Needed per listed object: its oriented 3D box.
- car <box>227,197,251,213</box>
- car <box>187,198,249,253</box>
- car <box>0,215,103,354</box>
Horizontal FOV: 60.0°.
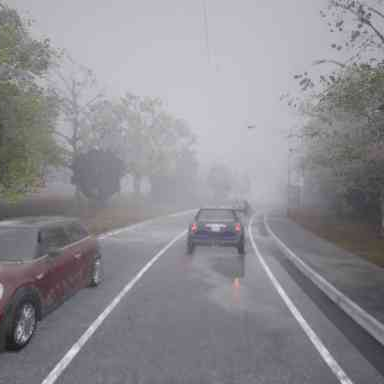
[{"bbox_3d":[4.940,1.514,33.988,2.033,1.411,5.357,1,0,15],"label":"car"},{"bbox_3d":[1.071,1.325,13.927,2.097,1.767,4.553,1,0,6],"label":"car"},{"bbox_3d":[-3.287,1.314,6.135,2.097,1.767,4.553,0,0,3],"label":"car"}]
